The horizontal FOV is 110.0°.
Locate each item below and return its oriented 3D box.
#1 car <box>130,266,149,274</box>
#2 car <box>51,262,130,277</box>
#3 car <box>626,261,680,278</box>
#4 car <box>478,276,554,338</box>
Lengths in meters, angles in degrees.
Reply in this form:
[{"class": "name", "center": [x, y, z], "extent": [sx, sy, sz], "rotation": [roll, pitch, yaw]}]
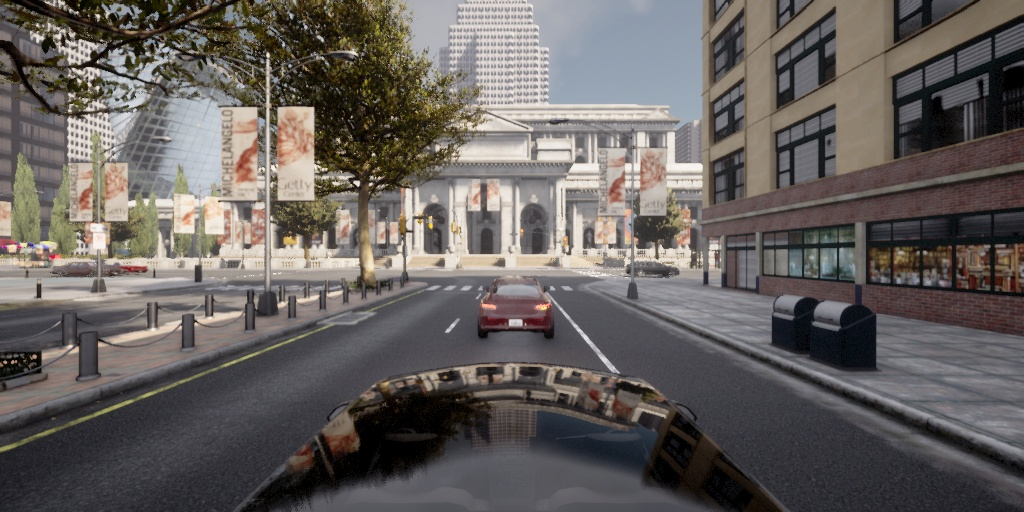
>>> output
[{"class": "car", "center": [-41.378, 1.335, 37.804], "extent": [4.718, 1.301, 1.895], "rotation": [0, 0, 1]}, {"class": "car", "center": [-40.508, 1.283, 34.292], "extent": [5.357, 1.411, 2.033], "rotation": [0, 0, 1]}, {"class": "car", "center": [13.232, 1.241, 33.726], "extent": [4.892, 1.490, 1.837], "rotation": [0, -1, 0]}, {"class": "car", "center": [0.118, 1.272, 10.021], "extent": [1.812, 1.442, 4.674], "rotation": [0, 0, 1]}]
